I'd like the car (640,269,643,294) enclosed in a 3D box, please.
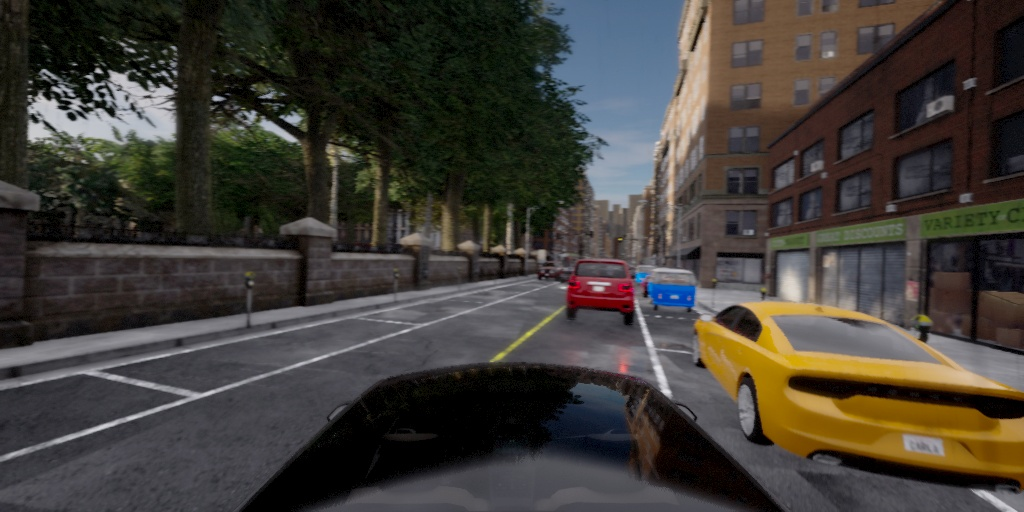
[{"bbox_3d":[8.705,1.757,21.582,1.888,1.381,4.507,0,0,17],"label":"car"}]

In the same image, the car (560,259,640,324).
[{"bbox_3d":[3.381,1.171,13.431,2.150,2.045,5.566,2,-1,16],"label":"car"}]

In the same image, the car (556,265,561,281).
[{"bbox_3d":[5.400,1.704,31.001,1.994,1.385,4.181,2,0,17],"label":"car"}]

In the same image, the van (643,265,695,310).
[{"bbox_3d":[7.048,1.456,16.170,1.690,1.789,3.998,0,0,17],"label":"van"}]

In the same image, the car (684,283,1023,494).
[{"bbox_3d":[4.026,1.406,5.243,1.882,1.535,5.008,2,0,17],"label":"car"}]

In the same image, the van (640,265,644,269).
[{"bbox_3d":[12.020,1.744,32.406,1.690,1.789,3.998,0,0,17],"label":"van"}]

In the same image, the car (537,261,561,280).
[{"bbox_3d":[3.863,1.418,34.867,2.192,1.841,5.009,0,0,17],"label":"car"}]
